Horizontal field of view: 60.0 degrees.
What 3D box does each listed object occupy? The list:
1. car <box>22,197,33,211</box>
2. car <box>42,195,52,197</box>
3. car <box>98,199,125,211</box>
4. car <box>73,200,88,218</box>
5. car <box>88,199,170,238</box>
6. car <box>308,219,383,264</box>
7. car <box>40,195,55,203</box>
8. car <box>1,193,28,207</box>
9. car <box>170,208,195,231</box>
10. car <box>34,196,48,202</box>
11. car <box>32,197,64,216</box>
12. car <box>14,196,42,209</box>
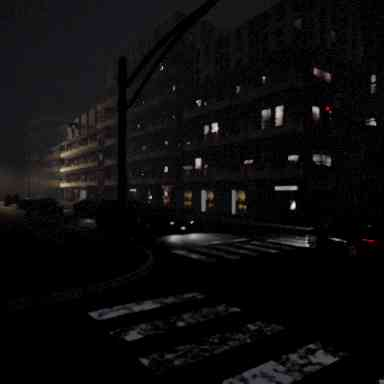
[{"bbox_3d":[-16.921,1.517,36.551,1.947,1.339,4.313,1,0,-36],"label":"car"},{"bbox_3d":[-18.346,1.436,43.008,1.882,1.535,5.008,1,-1,-35],"label":"car"},{"bbox_3d":[-10.134,1.608,41.467,1.802,1.307,4.206,1,0,-36],"label":"car"},{"bbox_3d":[-9.353,1.477,30.518,1.882,1.535,5.008,1,0,-36],"label":"car"},{"bbox_3d":[-3.628,1.332,18.200,2.192,1.841,5.009,1,0,-36],"label":"car"},{"bbox_3d":[6.004,1.675,12.344,1.994,1.385,4.181,1,0,-6],"label":"car"},{"bbox_3d":[-30.067,1.409,68.993,1.967,1.590,4.097,1,0,-36],"label":"car"},{"bbox_3d":[-26.885,1.226,50.315,2.192,1.841,5.009,1,0,-36],"label":"car"},{"bbox_3d":[-2.022,1.585,20.387,2.033,1.411,5.357,1,0,-36],"label":"car"},{"bbox_3d":[-33.390,1.518,73.579,2.008,1.369,4.403,1,0,-36],"label":"car"},{"bbox_3d":[-13.598,1.511,31.962,1.887,1.381,4.507,1,0,-36],"label":"car"},{"bbox_3d":[-20.244,1.502,41.140,1.947,1.339,4.313,1,0,-36],"label":"car"}]
